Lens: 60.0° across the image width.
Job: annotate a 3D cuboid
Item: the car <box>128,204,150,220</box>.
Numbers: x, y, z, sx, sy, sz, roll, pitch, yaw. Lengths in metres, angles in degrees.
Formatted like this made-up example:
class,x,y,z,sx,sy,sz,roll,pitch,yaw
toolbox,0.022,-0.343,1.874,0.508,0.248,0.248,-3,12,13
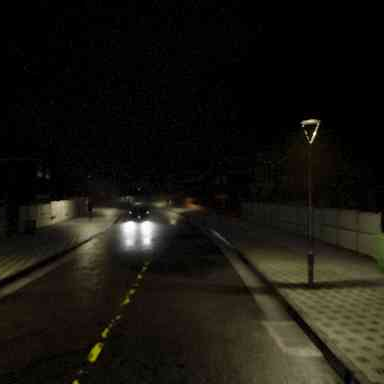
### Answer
class,x,y,z,sx,sy,sz,roll,pitch,yaw
car,-4.792,1.818,30.271,1.895,1.301,4.718,0,0,-9
